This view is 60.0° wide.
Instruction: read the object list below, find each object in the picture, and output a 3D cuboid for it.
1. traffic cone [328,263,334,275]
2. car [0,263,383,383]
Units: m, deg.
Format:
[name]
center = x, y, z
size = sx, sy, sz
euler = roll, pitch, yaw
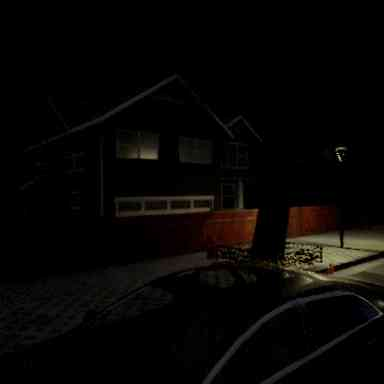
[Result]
[traffic cone]
center = 3.259, 1.959, 7.799
size = 0.340, 0.580, 0.340
euler = 0, 0, -39
[car]
center = 0.195, 1.499, 2.843
size = 4.902, 1.511, 2.128
euler = 0, 0, -38
